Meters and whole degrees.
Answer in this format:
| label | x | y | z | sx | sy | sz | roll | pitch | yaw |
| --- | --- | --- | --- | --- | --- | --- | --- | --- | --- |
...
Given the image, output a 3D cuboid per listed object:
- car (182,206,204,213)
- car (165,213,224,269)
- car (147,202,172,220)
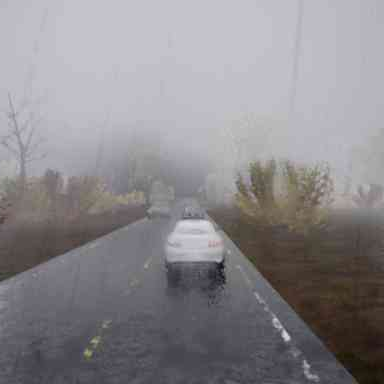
| label | x | y | z | sx | sy | sz | roll | pitch | yaw |
| --- | --- | --- | --- | --- | --- | --- | --- | --- | --- |
| car | 0.086 | 1.923 | 28.834 | 2.033 | 1.411 | 5.357 | 0 | -1 | 0 |
| car | 0.081 | 1.682 | 11.693 | 1.812 | 1.442 | 4.674 | 0 | -1 | 0 |
| car | -3.106 | 1.776 | 32.638 | 2.097 | 1.767 | 4.553 | 0 | -1 | 0 |
